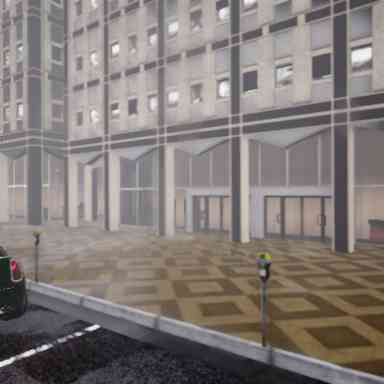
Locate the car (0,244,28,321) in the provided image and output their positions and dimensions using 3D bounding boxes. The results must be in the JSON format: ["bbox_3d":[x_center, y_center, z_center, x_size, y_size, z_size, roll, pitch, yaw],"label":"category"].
[{"bbox_3d":[-5.088,1.403,6.177,4.553,1.767,2.097,-1,0,36],"label":"car"}]
